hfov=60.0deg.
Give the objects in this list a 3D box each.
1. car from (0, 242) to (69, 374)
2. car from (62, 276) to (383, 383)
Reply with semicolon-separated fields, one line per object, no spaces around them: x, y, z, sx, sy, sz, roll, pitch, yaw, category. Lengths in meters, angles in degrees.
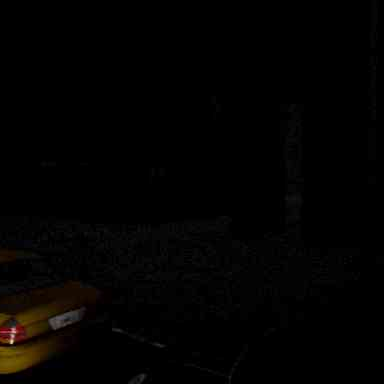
-3.387;1.490;5.384;4.829;1.417;1.752;0;0;36;car
1.308;1.440;2.027;4.097;1.590;1.967;0;0;36;car
